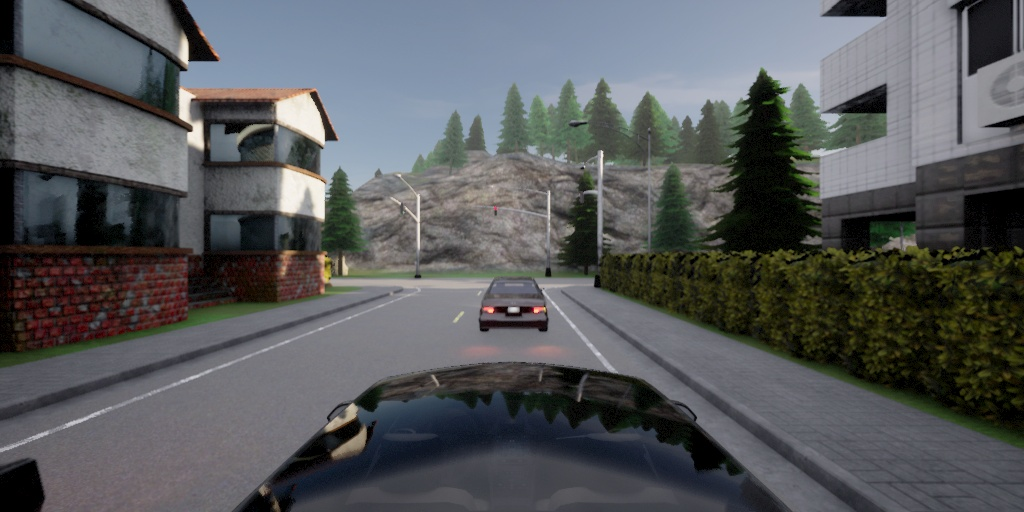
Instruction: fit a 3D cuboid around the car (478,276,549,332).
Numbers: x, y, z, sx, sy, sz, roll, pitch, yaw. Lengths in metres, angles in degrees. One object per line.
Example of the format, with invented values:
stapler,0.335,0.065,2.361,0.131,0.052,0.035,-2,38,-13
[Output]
car,0.059,1.303,10.861,2.033,1.411,5.357,0,0,1
